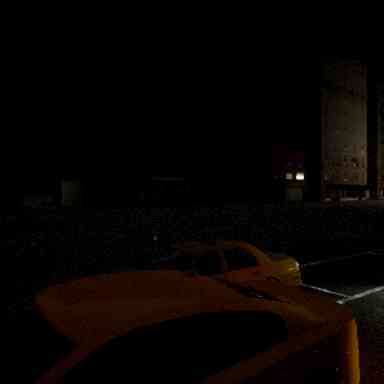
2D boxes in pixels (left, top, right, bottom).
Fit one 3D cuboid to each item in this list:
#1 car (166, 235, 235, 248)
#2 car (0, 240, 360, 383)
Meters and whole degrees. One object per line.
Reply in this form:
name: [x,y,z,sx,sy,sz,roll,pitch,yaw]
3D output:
car: [0.033,1.526,6.210,4.829,1.417,1.752,0,0,-35]
car: [-0.694,1.478,2.579,5.008,1.535,1.882,0,0,-35]
